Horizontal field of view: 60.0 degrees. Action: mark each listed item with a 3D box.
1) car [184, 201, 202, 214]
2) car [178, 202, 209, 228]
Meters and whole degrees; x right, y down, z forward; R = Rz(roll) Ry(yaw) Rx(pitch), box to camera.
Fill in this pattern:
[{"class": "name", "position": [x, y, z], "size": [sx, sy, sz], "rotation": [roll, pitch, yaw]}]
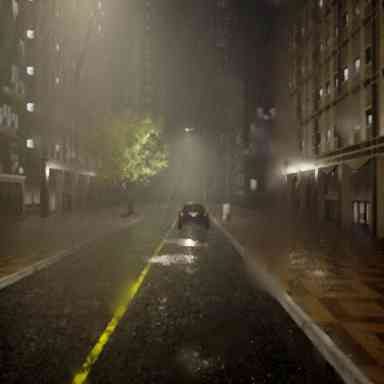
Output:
[{"class": "car", "position": [0.108, 1.938, 41.890], "size": [2.033, 1.411, 5.357], "rotation": [0, -1, 0]}, {"class": "car", "position": [0.105, 1.572, 24.092], "size": [2.097, 1.767, 4.553], "rotation": [0, 0, 0]}]
